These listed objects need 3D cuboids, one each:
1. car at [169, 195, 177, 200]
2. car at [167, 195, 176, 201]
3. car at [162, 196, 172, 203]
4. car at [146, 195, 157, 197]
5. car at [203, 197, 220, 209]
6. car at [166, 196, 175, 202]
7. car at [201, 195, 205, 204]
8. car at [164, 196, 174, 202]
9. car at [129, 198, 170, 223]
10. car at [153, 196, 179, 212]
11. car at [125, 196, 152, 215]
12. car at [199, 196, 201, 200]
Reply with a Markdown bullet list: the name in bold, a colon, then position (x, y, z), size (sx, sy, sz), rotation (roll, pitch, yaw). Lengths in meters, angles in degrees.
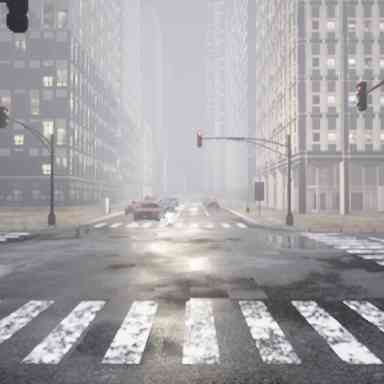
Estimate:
- **car**: position (-5.437, 1.663, 95.188), size (1.947, 1.339, 4.313), rotation (1, 0, 0)
- **car**: position (-5.450, 1.642, 89.613), size (2.008, 1.369, 4.403), rotation (1, 0, 0)
- **car**: position (-5.492, 1.618, 72.887), size (1.887, 1.381, 4.507), rotation (1, 0, 0)
- **car**: position (-5.558, 1.360, 45.012), size (2.192, 1.841, 5.009), rotation (1, 0, 0)
- **car**: position (2.816, 1.627, 45.052), size (1.802, 1.307, 4.206), rotation (1, 0, 0)
- **car**: position (-5.464, 1.629, 84.038), size (1.887, 1.381, 4.507), rotation (1, 0, 0)
- **car**: position (2.847, 1.582, 56.378), size (1.752, 1.417, 4.829), rotation (1, 0, 0)
- **car**: position (-5.478, 1.630, 78.463), size (2.008, 1.369, 4.403), rotation (1, 0, 0)
- **car**: position (-3.233, 1.504, 26.383), size (1.882, 1.535, 5.008), rotation (0, 0, 4)
- **car**: position (-2.994, 1.532, 39.395), size (2.128, 1.511, 4.902), rotation (0, 0, 0)
- **car**: position (-5.589, 1.474, 33.862), size (1.967, 1.590, 4.097), rotation (1, 0, 0)
- **car**: position (2.859, 1.628, 61.785), size (1.947, 1.339, 4.313), rotation (1, 0, 0)
